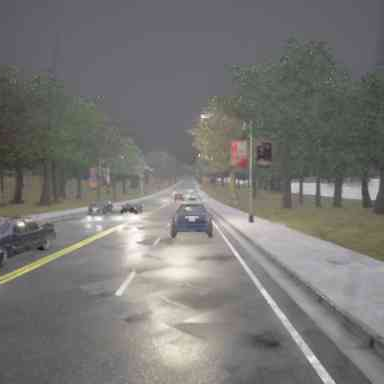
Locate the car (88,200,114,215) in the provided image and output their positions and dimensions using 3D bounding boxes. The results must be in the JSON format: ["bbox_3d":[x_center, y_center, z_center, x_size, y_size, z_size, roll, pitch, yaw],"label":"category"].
[{"bbox_3d":[-9.759,1.627,35.907,2.128,1.511,4.902,0,0,0],"label":"car"}]

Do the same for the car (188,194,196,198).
[{"bbox_3d":[-0.010,1.579,82.466,1.895,1.301,4.718,0,1,0],"label":"car"}]

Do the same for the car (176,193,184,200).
[{"bbox_3d":[-3.261,1.112,92.399,2.097,1.767,4.553,0,1,0],"label":"car"}]

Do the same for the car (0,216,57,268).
[{"bbox_3d":[-6.546,1.570,11.583,2.033,1.411,5.357,0,0,0],"label":"car"}]

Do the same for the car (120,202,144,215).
[{"bbox_3d":[-6.507,1.734,36.073,1.895,1.301,4.718,0,0,0],"label":"car"}]

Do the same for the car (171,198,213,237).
[{"bbox_3d":[-0.002,1.403,18.608,2.097,1.767,4.553,0,0,0],"label":"car"}]

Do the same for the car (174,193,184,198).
[{"bbox_3d":[-3.260,1.214,82.044,2.150,2.045,5.566,0,1,0],"label":"car"}]

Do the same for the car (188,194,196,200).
[{"bbox_3d":[-0.011,1.296,92.433,2.033,1.411,5.357,0,1,0],"label":"car"}]
